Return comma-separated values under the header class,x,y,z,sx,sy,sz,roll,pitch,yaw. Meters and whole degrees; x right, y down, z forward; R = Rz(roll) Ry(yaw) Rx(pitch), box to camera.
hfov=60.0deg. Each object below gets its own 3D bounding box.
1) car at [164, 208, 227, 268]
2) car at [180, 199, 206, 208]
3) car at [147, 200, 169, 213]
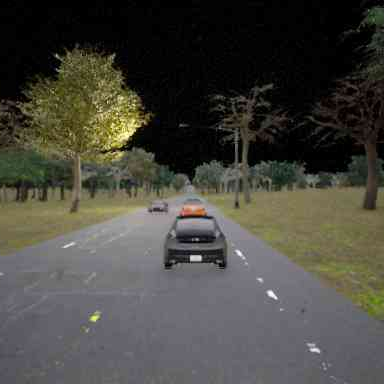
class,x,y,z,sx,sy,sz,roll,pitch,yaw
car,0.102,1.523,11.294,1.837,1.490,4.892,0,0,0
car,0.102,1.374,28.009,2.097,1.767,4.553,0,0,0
car,-3.578,1.564,35.986,1.994,1.385,4.181,0,0,0
